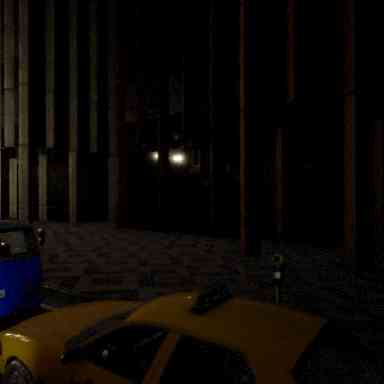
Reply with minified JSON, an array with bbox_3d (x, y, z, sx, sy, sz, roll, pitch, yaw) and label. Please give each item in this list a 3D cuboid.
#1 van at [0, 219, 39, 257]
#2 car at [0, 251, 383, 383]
[{"bbox_3d":[-4.493,1.346,6.170,3.998,1.788,1.690,0,0,35],"label":"van"},{"bbox_3d":[-0.042,1.527,2.995,4.829,1.417,1.752,0,0,35],"label":"car"}]
